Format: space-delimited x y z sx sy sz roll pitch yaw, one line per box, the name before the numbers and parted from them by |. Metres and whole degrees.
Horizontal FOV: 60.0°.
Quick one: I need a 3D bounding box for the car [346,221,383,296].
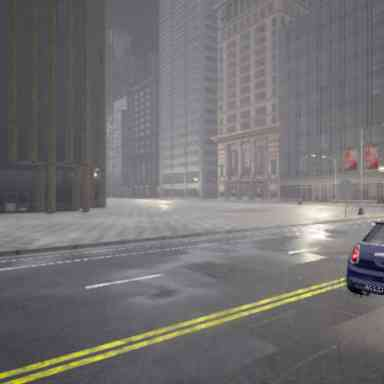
car | 5.453 1.320 7.327 4.553 1.767 2.097 0 0 -35
